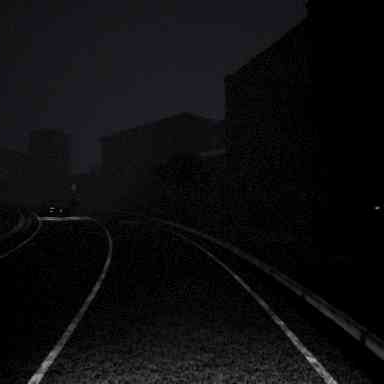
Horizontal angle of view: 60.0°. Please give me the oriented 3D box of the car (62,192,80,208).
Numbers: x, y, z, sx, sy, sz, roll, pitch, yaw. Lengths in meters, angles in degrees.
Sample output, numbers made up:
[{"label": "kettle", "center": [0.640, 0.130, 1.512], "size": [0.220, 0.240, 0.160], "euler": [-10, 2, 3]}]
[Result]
[{"label": "car", "center": [-14.326, 0.830, 37.280], "size": [2.097, 1.767, 4.553], "euler": [3, -1, -42]}]

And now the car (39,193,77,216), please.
[{"label": "car", "center": [-11.297, 1.120, 27.405], "size": [1.837, 1.490, 4.892], "euler": [3, 0, -33]}]
